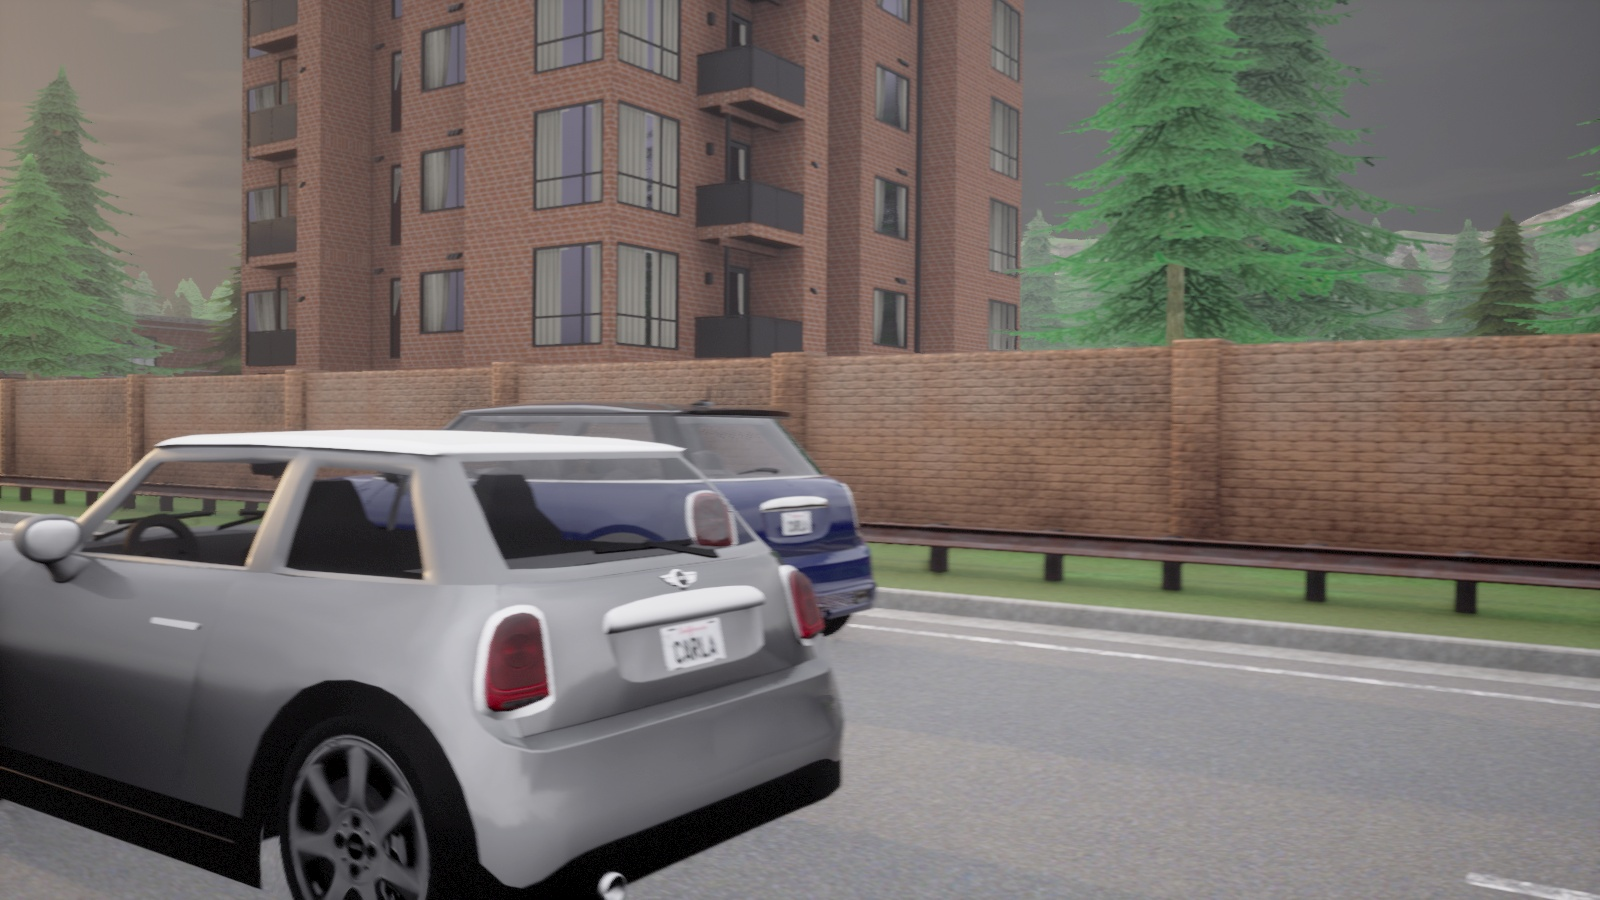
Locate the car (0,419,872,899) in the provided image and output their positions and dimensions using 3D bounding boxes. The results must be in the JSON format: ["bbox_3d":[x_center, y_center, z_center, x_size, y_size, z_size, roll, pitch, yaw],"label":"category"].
[{"bbox_3d":[-1.870,0.647,4.866,3.806,1.475,1.970,0,1,34],"label":"car"}]

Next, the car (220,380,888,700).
[{"bbox_3d":[-1.874,0.483,9.067,4.553,1.767,2.097,0,1,34],"label":"car"}]
